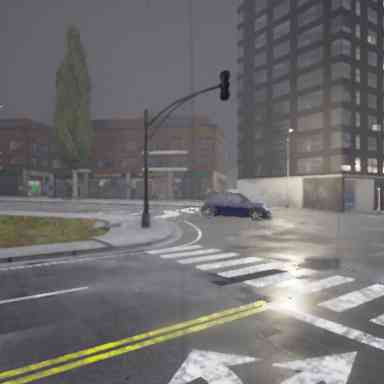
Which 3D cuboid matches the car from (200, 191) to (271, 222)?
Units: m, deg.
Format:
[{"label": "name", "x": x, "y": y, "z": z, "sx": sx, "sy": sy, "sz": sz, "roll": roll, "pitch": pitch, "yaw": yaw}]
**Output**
[{"label": "car", "x": 2.927, "y": 0.870, "z": 22.014, "sx": 4.553, "sy": 1.767, "sz": 2.097, "roll": 3, "pitch": 2, "yaw": 11}]
